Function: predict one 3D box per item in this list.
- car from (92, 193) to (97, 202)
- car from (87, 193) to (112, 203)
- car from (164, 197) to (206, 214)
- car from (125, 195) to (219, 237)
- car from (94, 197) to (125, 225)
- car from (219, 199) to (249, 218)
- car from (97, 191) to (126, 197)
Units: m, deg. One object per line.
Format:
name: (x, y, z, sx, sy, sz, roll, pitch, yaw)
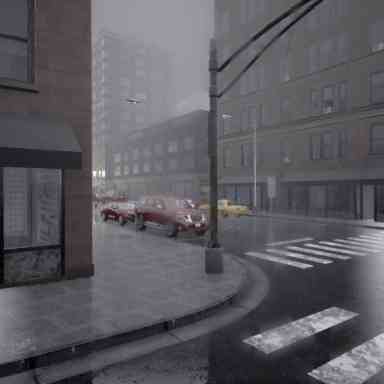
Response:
car: (-14.268, 0.882, 45.151, 1.837, 1.490, 4.892, 0, 1, -35)
car: (-13.591, 0.882, 48.694, 2.008, 1.369, 4.403, 1, 0, -36)
car: (-0.730, 1.203, 30.934, 1.802, 1.307, 4.206, 1, 0, -36)
car: (-1.205, 1.138, 17.061, 2.192, 1.841, 5.009, 1, 0, -36)
car: (-4.424, 1.288, 21.502, 1.887, 1.381, 4.507, 1, 0, -36)
car: (2.386, 1.222, 26.632, 1.752, 1.417, 4.829, 1, 0, -36)
car: (-10.373, 0.716, 44.253, 2.192, 1.841, 5.009, 1, 0, -36)
